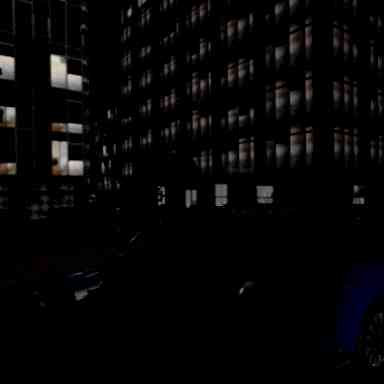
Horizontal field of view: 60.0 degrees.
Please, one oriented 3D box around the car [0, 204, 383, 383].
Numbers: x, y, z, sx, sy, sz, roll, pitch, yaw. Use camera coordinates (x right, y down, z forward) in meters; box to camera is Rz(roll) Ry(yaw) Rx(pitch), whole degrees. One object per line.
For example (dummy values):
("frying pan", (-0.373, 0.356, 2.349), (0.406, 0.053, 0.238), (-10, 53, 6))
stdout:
("car", (0.396, 1.212, 3.969), (5.566, 2.045, 2.150), (0, 0, -36))
